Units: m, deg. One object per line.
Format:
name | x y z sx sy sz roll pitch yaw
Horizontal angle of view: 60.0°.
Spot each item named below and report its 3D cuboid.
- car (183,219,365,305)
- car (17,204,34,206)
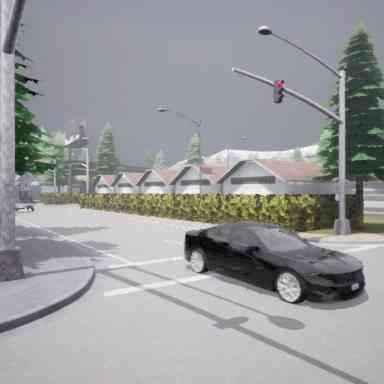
car | 1.728 1.539 8.520 1.882 1.535 5.008 0 1 -36
car | -18.612 1.440 36.457 1.895 1.301 4.718 0 0 -36
